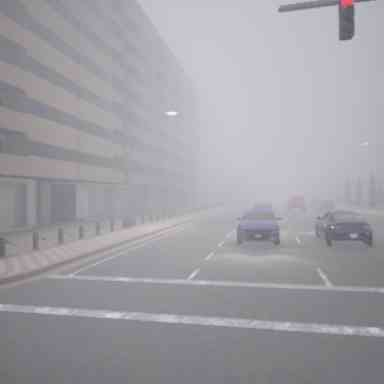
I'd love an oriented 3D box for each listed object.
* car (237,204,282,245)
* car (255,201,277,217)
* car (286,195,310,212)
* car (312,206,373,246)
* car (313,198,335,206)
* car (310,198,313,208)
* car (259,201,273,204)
[{"bbox_3d":[3.318,1.584,16.356,1.882,1.535,5.008,-1,-1,13],"label":"car"},{"bbox_3d":[7.950,1.736,35.748,2.128,1.511,4.902,-1,-1,14],"label":"car"},{"bbox_3d":[13.339,1.460,42.600,2.150,2.045,5.566,-1,0,14],"label":"car"},{"bbox_3d":[6.915,1.567,15.397,1.812,1.442,4.674,-1,-1,13],"label":"car"},{"bbox_3d":[16.766,1.682,41.851,1.837,1.490,4.892,-1,-1,14],"label":"car"},{"bbox_3d":[19.158,1.755,51.987,1.837,1.490,4.892,-1,-1,14],"label":"car"},{"bbox_3d":[5.566,1.666,25.912,2.128,1.511,4.902,-1,-1,14],"label":"car"}]
